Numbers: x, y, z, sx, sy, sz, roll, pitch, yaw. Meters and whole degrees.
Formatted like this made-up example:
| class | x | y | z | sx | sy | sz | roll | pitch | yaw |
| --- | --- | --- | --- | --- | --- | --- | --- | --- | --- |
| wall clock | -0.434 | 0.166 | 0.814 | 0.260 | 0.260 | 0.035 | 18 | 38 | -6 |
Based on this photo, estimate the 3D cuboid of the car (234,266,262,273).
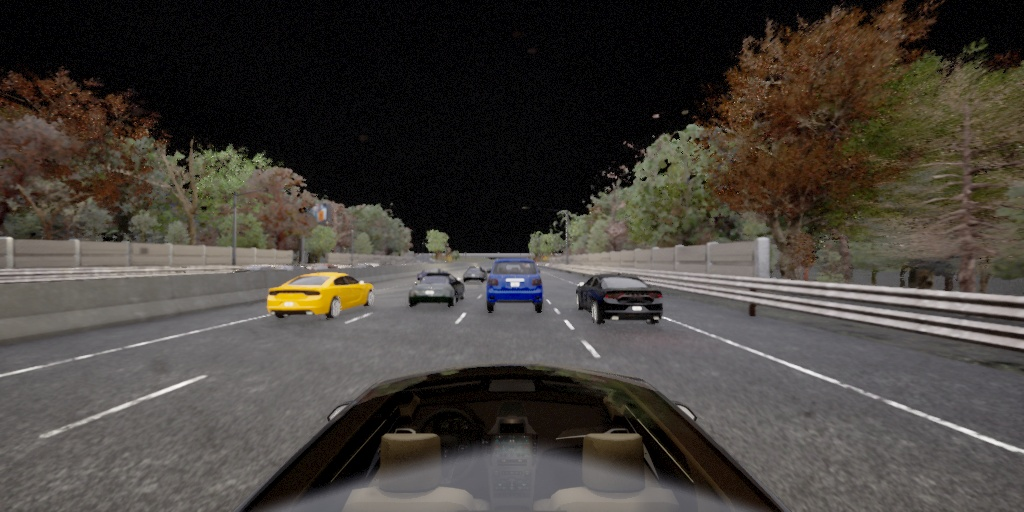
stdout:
| class | x | y | z | sx | sy | sz | roll | pitch | yaw |
| --- | --- | --- | --- | --- | --- | --- | --- | --- | --- |
| car | -28.084 | 1.762 | 39.773 | 2.033 | 1.411 | 5.357 | 0 | -1 | 0 |

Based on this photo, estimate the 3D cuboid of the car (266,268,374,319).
| class | x | y | z | sx | sy | sz | roll | pitch | yaw |
| --- | --- | --- | --- | --- | --- | --- | --- | --- | --- |
| car | -6.899 | 1.370 | 13.569 | 1.882 | 1.535 | 5.008 | 0 | -1 | 0 |

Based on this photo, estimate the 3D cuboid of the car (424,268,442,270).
| class | x | y | z | sx | sy | sz | roll | pitch | yaw |
| --- | --- | --- | --- | --- | --- | --- | --- | --- | --- |
| car | -6.894 | 1.714 | 31.704 | 1.895 | 1.301 | 4.718 | 0 | -1 | 0 |

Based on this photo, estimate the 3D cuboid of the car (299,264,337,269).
| class | x | y | z | sx | sy | sz | roll | pitch | yaw |
| --- | --- | --- | --- | --- | --- | --- | --- | --- | --- |
| car | -21.084 | 1.694 | 39.992 | 1.882 | 1.535 | 5.008 | 0 | -1 | 0 |

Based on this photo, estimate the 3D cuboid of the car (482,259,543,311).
| class | x | y | z | sx | sy | sz | roll | pitch | yaw |
| --- | --- | --- | --- | --- | --- | --- | --- | --- | --- |
| car | 0.089 | 1.135 | 15.413 | 2.150 | 2.045 | 5.566 | 0 | -1 | 0 |

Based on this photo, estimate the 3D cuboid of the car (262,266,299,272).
| class | x | y | z | sx | sy | sz | roll | pitch | yaw |
| --- | --- | --- | --- | --- | --- | --- | --- | --- | --- |
| car | -24.585 | 1.762 | 39.758 | 2.033 | 1.411 | 5.357 | 0 | -1 | 0 |

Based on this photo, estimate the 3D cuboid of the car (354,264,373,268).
| class | x | y | z | sx | sy | sz | roll | pitch | yaw |
| --- | --- | --- | --- | --- | --- | --- | --- | --- | --- |
| car | -17.583 | 1.746 | 41.943 | 1.837 | 1.490 | 4.892 | 0 | -1 | 0 |

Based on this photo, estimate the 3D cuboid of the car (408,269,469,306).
| class | x | y | z | sx | sy | sz | roll | pitch | yaw |
| --- | --- | --- | --- | --- | --- | --- | --- | --- | --- |
| car | -3.398 | 1.495 | 16.805 | 1.994 | 1.385 | 4.181 | 0 | -1 | 0 |

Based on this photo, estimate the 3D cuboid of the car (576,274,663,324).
| class | x | y | z | sx | sy | sz | roll | pitch | yaw |
| --- | --- | --- | --- | --- | --- | --- | --- | --- | --- |
| car | 3.510 | 1.349 | 12.555 | 1.882 | 1.535 | 5.008 | 0 | -1 | 0 |

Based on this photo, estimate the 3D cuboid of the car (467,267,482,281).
| class | x | y | z | sx | sy | sz | roll | pitch | yaw |
| --- | --- | --- | --- | --- | --- | --- | --- | --- | --- |
| car | -3.393 | 1.701 | 33.593 | 1.994 | 1.385 | 4.181 | 0 | -1 | 0 |
